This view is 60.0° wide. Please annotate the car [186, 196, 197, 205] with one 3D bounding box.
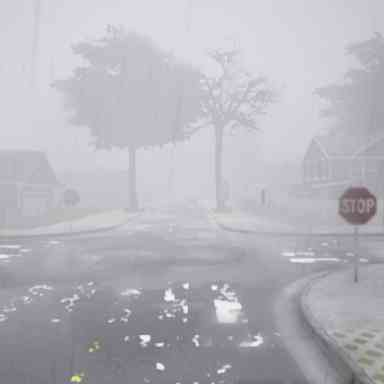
[{"bbox_3d":[-0.089,1.425,56.984,1.812,1.442,4.674,0,0,0],"label":"car"}]
